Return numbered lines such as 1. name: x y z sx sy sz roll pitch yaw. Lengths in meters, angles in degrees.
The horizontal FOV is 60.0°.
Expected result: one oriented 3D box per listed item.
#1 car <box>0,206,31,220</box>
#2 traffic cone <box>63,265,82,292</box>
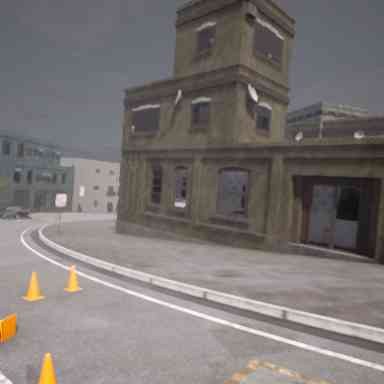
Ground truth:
1. car: -20.307 2.386 38.366 1.837 1.490 4.892 4 -3 -3
2. traffic cone: -2.981 2.138 8.326 0.340 0.580 0.340 0 -3 37
